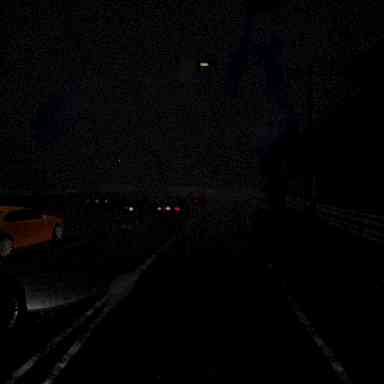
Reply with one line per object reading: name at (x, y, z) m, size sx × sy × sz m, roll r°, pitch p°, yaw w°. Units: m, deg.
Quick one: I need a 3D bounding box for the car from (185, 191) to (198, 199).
car at (-0.050, 0.556, 62.944) m, size 1.994 × 1.385 × 4.181 m, roll 1°, pitch 1°, yaw 7°

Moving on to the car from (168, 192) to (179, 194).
car at (-3.520, 0.557, 63.401) m, size 1.895 × 1.301 × 4.718 m, roll 1°, pitch 1°, yaw 7°

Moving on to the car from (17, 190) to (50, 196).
car at (-22.943, 0.501, 49.109) m, size 2.128 × 1.511 × 4.902 m, roll 1°, pitch 1°, yaw 7°

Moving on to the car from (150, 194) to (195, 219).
car at (-1.269, 1.131, 24.581) m, size 2.033 × 1.411 × 5.357 m, roll 1°, pitch 1°, yaw 7°

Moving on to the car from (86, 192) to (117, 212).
car at (-7.667, 0.797, 29.858) m, size 2.097 × 1.767 × 4.553 m, roll 1°, pitch 1°, yaw 7°

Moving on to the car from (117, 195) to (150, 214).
car at (-4.374, 1.009, 27.989) m, size 1.837 × 1.490 × 4.892 m, roll 1°, pitch 1°, yaw 7°

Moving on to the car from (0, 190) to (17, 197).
car at (-26.567, 0.468, 48.364) m, size 1.882 × 1.535 × 5.008 m, roll 1°, pitch 1°, yaw 8°

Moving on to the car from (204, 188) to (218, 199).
car at (3.427, 0.505, 62.532) m, size 1.882 × 1.535 × 5.008 m, roll 1°, pitch 1°, yaw 7°

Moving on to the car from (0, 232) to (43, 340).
car at (-3.845, 1.468, 3.756) m, size 1.994 × 1.385 × 4.181 m, roll 1°, pitch 1°, yaw 7°

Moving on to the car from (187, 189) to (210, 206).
car at (0.758, 0.811, 40.960) m, size 1.882 × 1.535 × 5.008 m, roll 1°, pitch 1°, yaw 7°

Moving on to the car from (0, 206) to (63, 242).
car at (-6.396, 1.232, 11.635) m, size 1.882 × 1.535 × 5.008 m, roll 1°, pitch 1°, yaw 7°

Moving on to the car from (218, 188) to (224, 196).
car at (6.852, 0.272, 90.244) m, size 1.994 × 1.385 × 4.181 m, roll 1°, pitch 1°, yaw 7°
